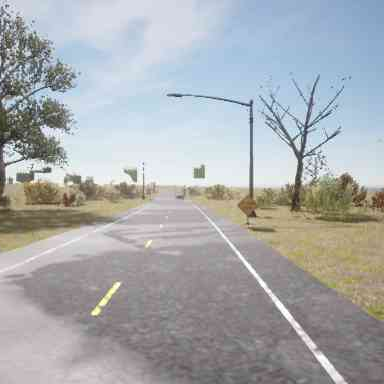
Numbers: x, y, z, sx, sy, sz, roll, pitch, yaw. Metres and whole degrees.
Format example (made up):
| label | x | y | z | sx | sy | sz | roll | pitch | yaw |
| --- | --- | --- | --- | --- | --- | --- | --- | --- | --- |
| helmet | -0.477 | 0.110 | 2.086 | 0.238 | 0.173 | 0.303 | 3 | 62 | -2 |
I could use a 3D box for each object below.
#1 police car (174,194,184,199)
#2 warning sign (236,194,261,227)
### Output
| label | x | y | z | sx | sy | sz | roll | pitch | yaw |
| --- | --- | --- | --- | --- | --- | --- | --- | --- | --- |
| police car | -3.465 | 1.265 | 95.046 | 1.930 | 1.638 | 5.238 | 0 | 0 | -5 |
| warning sign | 3.353 | 1.088 | 19.935 | 1.300 | 1.860 | 1.060 | 1 | 1 | -1 |
